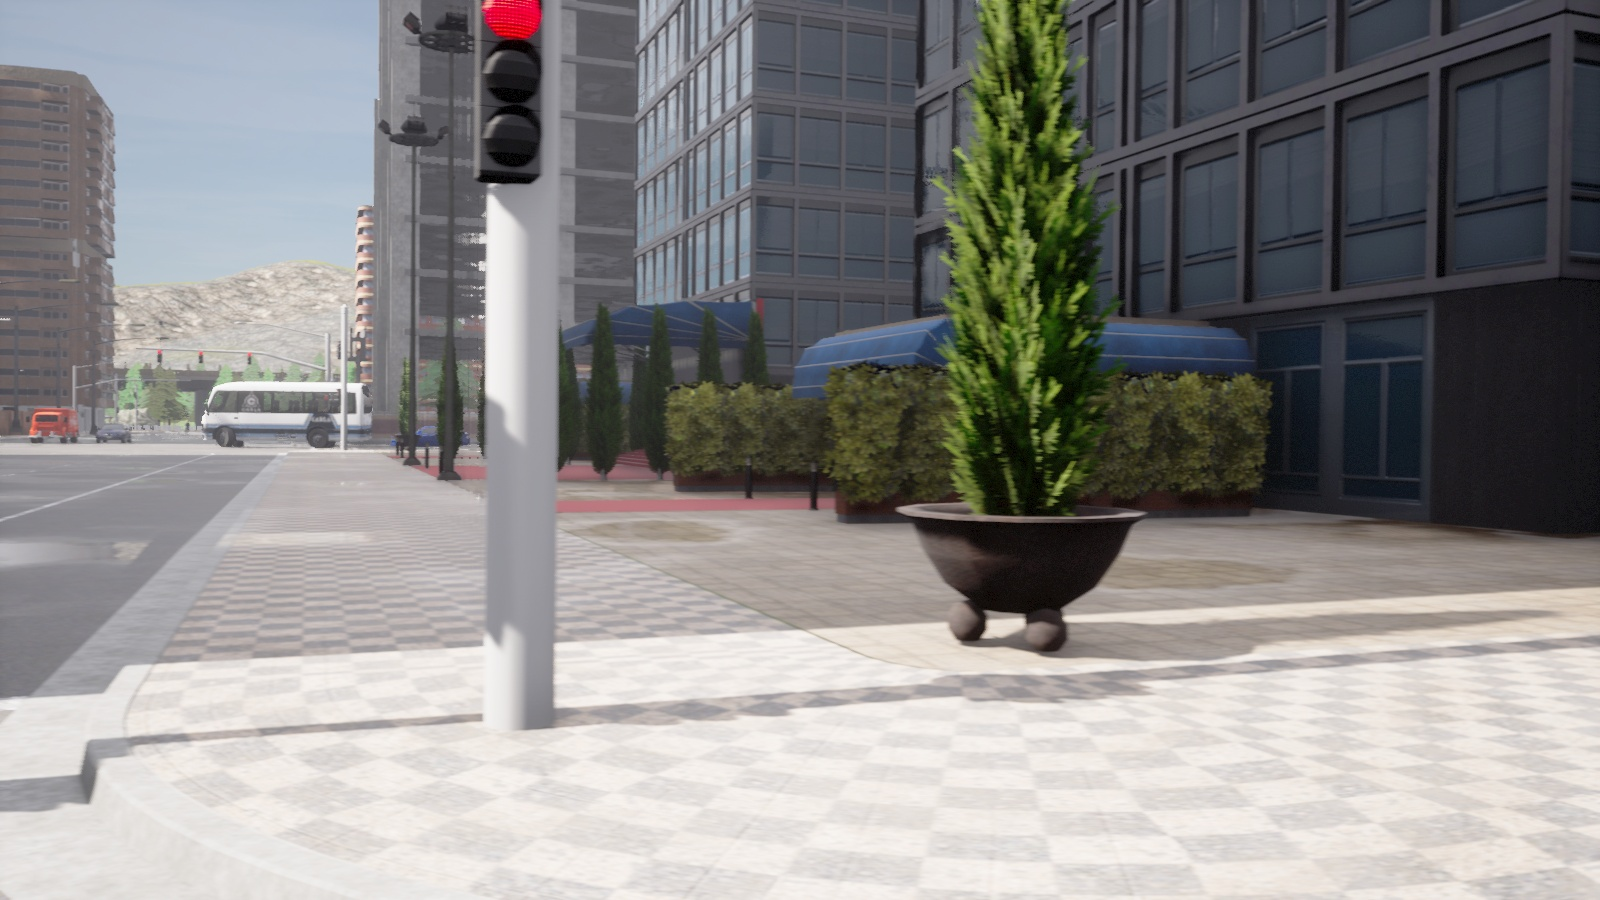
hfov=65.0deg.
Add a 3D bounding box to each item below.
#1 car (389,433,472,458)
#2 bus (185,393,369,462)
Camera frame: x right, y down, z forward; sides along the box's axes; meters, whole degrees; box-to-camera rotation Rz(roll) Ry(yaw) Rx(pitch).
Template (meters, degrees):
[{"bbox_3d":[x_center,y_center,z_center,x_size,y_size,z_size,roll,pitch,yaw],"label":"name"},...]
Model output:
[{"bbox_3d":[-23.970,-0.289,81.449,5.008,1.535,1.882,-1,1,-21],"label":"car"},{"bbox_3d":[-33.666,-1.538,81.350,10.273,4.253,3.944,-1,3,-8],"label":"bus"}]
